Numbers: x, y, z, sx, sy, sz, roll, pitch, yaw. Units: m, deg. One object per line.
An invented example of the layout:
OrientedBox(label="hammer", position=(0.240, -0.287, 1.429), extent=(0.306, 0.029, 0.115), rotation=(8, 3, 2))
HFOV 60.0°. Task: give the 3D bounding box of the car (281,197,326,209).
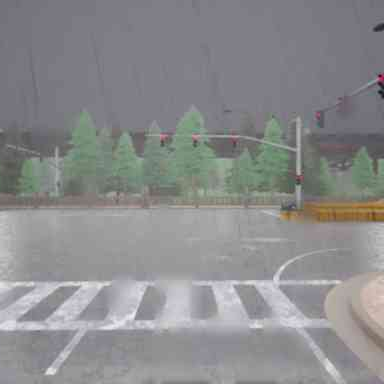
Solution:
OrientedBox(label="car", position=(12.181, 1.371, 36.272), extent=(4.892, 1.490, 1.837), rotation=(0, 0, -2))

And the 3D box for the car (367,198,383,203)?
OrientedBox(label="car", position=(21.581, 1.343, 36.551), extent=(5.008, 1.535, 1.882), rotation=(0, 0, -2))
